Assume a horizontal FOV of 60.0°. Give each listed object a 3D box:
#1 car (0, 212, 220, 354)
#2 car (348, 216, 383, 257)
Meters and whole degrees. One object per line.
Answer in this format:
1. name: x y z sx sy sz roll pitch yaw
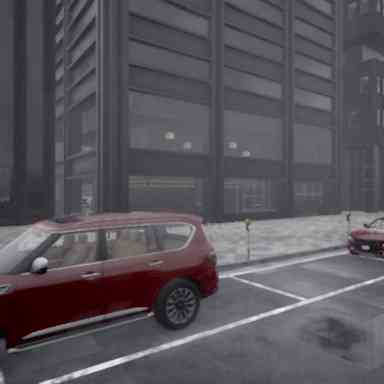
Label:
1. car: -1.818 1.311 5.349 5.009 1.841 2.192 0 0 -36
2. car: 7.358 1.518 11.897 4.507 1.381 1.887 0 0 -36
